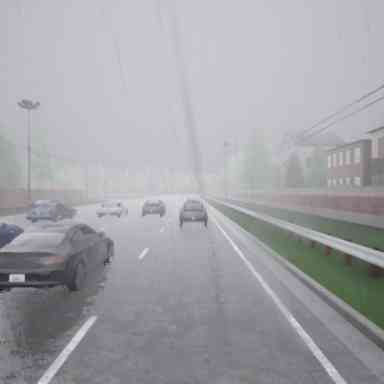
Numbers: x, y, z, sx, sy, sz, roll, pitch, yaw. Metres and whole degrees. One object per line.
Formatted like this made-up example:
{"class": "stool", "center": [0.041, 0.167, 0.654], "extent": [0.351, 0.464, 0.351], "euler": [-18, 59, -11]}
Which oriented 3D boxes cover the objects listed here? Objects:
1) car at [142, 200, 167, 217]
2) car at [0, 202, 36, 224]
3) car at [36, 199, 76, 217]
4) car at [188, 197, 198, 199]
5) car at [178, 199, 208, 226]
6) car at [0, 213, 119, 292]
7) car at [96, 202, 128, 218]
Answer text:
{"class": "car", "center": [-3.412, 1.439, 30.574], "extent": [2.128, 1.511, 4.902], "euler": [0, 0, 0]}
{"class": "car", "center": [-6.905, 1.334, 9.999], "extent": [2.097, 1.767, 4.553], "euler": [0, 0, 0]}
{"class": "car", "center": [-10.410, 1.504, 25.013], "extent": [2.033, 1.411, 5.357], "euler": [0, 0, 0]}
{"class": "car", "center": [0.083, 1.420, 41.816], "extent": [2.128, 1.511, 4.902], "euler": [0, 0, 0]}
{"class": "car", "center": [0.090, 1.452, 23.076], "extent": [2.128, 1.511, 4.902], "euler": [0, 0, 0]}
{"class": "car", "center": [-3.417, 1.510, 8.785], "extent": [1.812, 1.442, 4.674], "euler": [0, 0, 0]}
{"class": "car", "center": [-6.911, 1.550, 29.405], "extent": [1.895, 1.301, 4.718], "euler": [0, 0, 0]}
